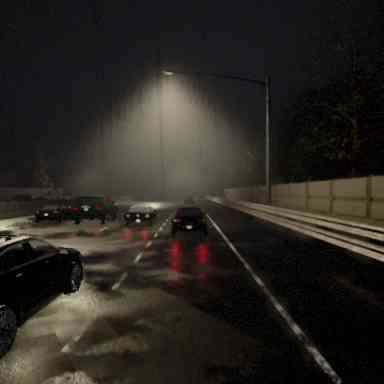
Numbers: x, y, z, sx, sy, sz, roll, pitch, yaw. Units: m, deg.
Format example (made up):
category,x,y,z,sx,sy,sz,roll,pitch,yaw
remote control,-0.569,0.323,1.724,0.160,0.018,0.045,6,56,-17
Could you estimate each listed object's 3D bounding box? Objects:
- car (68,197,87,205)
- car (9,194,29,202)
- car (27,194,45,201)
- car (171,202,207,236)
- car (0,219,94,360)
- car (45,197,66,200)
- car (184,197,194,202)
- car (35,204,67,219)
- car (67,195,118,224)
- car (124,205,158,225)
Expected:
category,x,y,z,sx,sy,sz,roll,pitch,yaw
car,-21.512,1.651,62.637,1.812,1.442,4.674,0,0,0
car,-32.005,1.384,62.488,2.150,2.045,5.566,0,0,0
car,-28.505,1.646,62.585,1.837,1.490,4.892,0,0,0
car,-0.154,1.527,18.506,1.812,1.442,4.674,0,0,0
car,-3.451,1.503,5.884,2.128,1.511,4.902,0,0,0
car,-25.005,1.681,62.697,2.033,1.411,5.357,0,0,0
car,-0.524,1.619,65.121,1.994,1.385,4.181,0,0,0
car,-10.611,1.603,26.201,1.994,1.385,4.181,0,0,0
car,-7.102,1.248,24.933,2.150,2.045,5.566,0,0,0
car,-3.595,1.615,24.261,1.895,1.301,4.718,0,0,0
